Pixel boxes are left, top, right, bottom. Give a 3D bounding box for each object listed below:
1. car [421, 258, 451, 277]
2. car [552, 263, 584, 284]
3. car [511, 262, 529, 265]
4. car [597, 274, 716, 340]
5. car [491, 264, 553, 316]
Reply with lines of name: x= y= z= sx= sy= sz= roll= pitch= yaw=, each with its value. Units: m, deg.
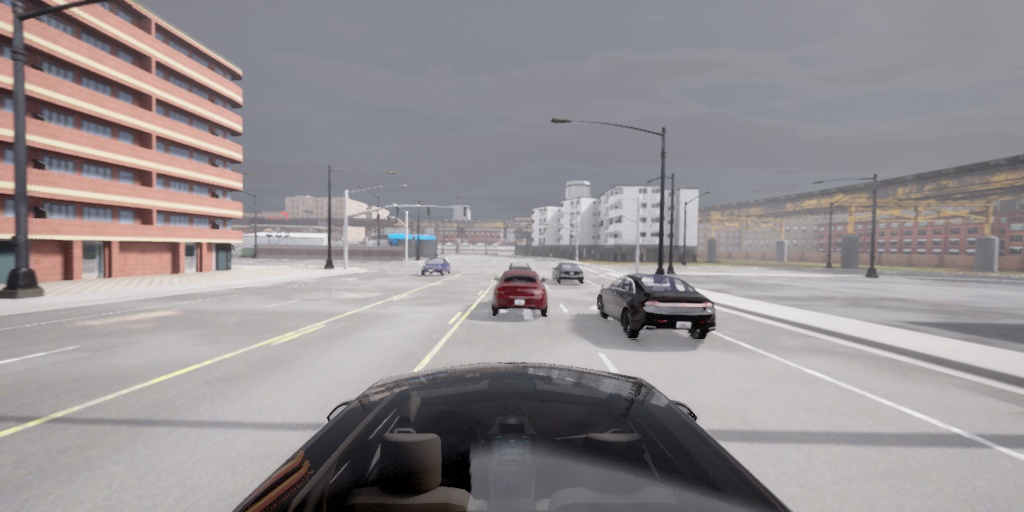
car: x=-6.457 y=0.874 z=30.986 sx=1.812 sy=1.442 sz=4.674 roll=1 pitch=1 yaw=1
car: x=4.052 y=1.197 z=26.465 sx=2.033 sy=1.411 sz=5.357 roll=1 pitch=1 yaw=1
car: x=0.618 y=1.154 z=29.808 sx=1.895 sy=1.301 sz=4.718 roll=1 pitch=1 yaw=1
car: x=3.715 y=1.251 z=10.038 sx=2.128 sy=1.511 sz=4.902 roll=1 pitch=0 yaw=1
car: x=0.278 y=1.214 z=13.082 sx=1.812 sy=1.442 sz=4.674 roll=1 pitch=0 yaw=1
